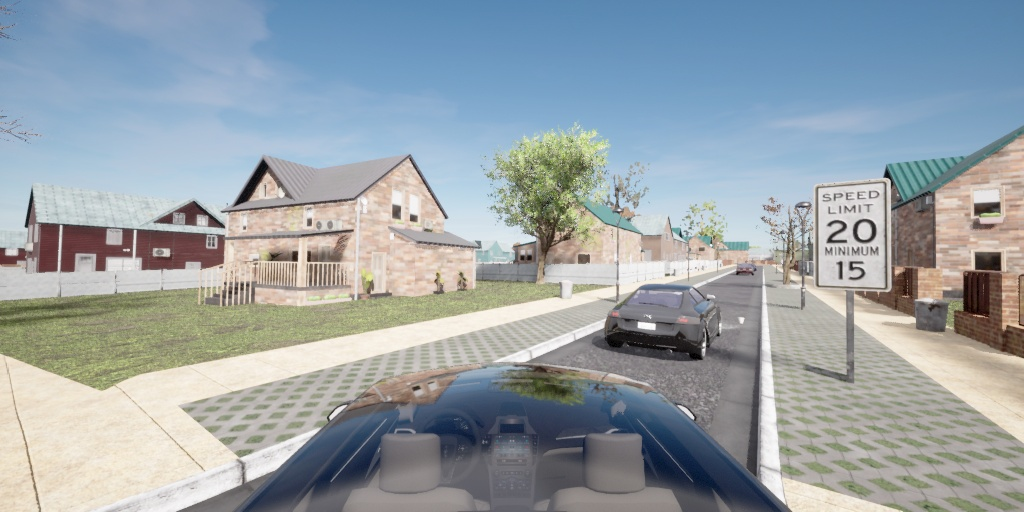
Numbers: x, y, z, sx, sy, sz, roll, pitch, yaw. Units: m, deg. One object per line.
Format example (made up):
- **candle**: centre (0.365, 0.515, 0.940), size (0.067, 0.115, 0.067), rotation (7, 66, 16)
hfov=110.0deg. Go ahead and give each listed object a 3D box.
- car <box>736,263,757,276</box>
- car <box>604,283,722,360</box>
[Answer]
- **car**: centre (28.794, 1.633, 44.233), size (2.033, 1.411, 5.357), rotation (0, 0, 35)
- **car**: centre (3.801, 1.360, 8.705), size (1.994, 1.385, 4.181), rotation (0, 0, 35)
